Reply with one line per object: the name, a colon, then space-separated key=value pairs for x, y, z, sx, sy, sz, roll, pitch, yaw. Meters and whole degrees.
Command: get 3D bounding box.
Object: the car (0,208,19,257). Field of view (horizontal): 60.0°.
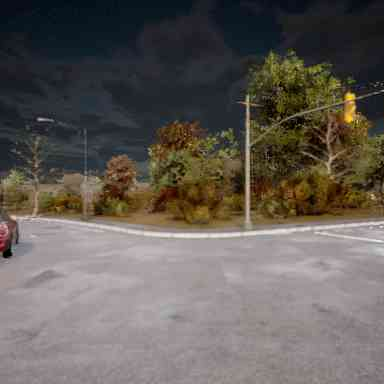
car: x=-7.751 y=1.337 z=12.395 sx=2.097 sy=1.767 sz=4.553 roll=0 pitch=0 yaw=-25
